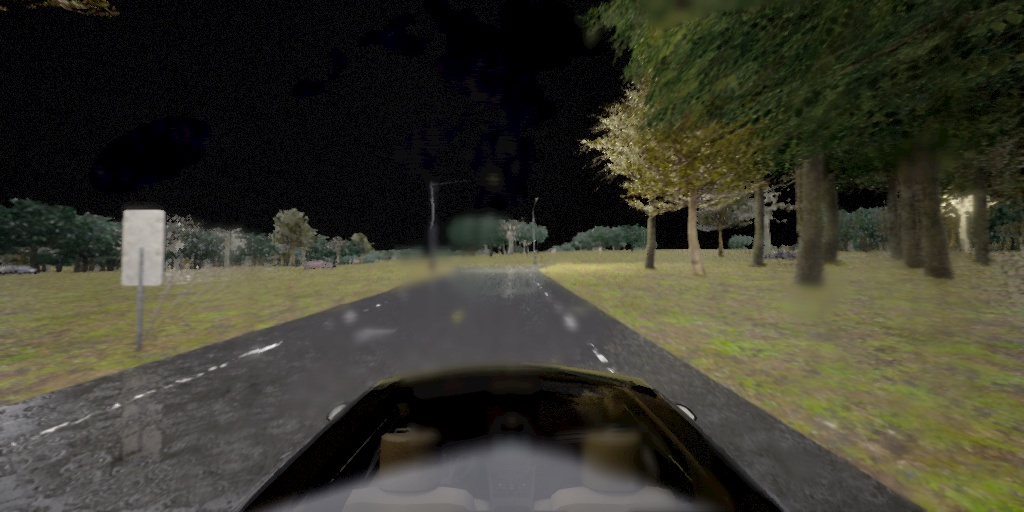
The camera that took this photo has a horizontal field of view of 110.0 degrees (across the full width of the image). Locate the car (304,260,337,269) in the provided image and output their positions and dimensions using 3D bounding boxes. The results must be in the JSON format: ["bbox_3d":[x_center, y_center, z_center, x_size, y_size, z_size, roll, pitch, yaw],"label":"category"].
[{"bbox_3d":[-27.925,1.246,52.406,4.181,1.385,1.994,-1,-2,0],"label":"car"}]
